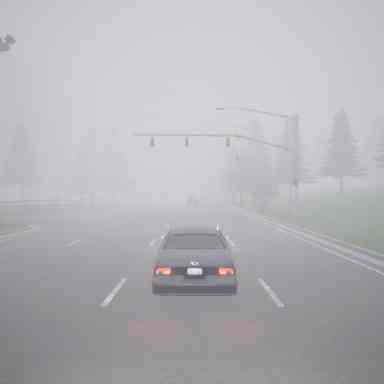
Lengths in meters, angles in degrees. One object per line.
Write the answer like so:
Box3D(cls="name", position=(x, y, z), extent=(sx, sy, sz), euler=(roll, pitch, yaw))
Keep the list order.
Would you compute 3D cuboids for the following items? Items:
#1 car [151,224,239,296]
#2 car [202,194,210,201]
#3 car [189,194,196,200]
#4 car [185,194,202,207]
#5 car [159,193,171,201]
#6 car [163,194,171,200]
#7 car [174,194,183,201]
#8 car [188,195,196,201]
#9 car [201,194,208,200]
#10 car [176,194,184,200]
Box3D(cls="car", position=(0.071, 1.547, 8.800), extent=(2.033, 1.411, 5.357), euler=(0, 0, 0))
Box3D(cls="car", position=(3.542, 1.491, 83.481), extent=(1.837, 1.490, 4.892), euler=(0, 0, 0))
Box3D(cls="car", position=(0.047, 1.310, 93.902), extent=(1.882, 1.535, 5.008), euler=(0, 0, 0))
Box3D(cls="car", position=(0.024, 1.351, 52.839), extent=(2.097, 1.767, 4.553), euler=(0, 0, 0))
Box3D(cls="car", position=(-6.958, 1.216, 83.516), extent=(2.150, 2.045, 5.566), euler=(0, 0, 0))
Box3D(cls="car", position=(-6.953, 1.384, 93.906), extent=(1.994, 1.385, 4.181), euler=(0, 0, 0))
Box3D(cls="car", position=(-3.458, 1.516, 83.901), extent=(1.812, 1.442, 4.674), euler=(0, 0, 0))
Box3D(cls="car", position=(0.042, 1.531, 83.482), extent=(2.033, 1.411, 5.357), euler=(0, 0, 0))
Box3D(cls="car", position=(3.547, 1.310, 93.901), extent=(1.882, 1.535, 5.008), euler=(0, 0, 0))
Box3D(cls="car", position=(-3.453, 1.357, 93.904), extent=(2.128, 1.511, 4.902), euler=(0, 0, 0))
